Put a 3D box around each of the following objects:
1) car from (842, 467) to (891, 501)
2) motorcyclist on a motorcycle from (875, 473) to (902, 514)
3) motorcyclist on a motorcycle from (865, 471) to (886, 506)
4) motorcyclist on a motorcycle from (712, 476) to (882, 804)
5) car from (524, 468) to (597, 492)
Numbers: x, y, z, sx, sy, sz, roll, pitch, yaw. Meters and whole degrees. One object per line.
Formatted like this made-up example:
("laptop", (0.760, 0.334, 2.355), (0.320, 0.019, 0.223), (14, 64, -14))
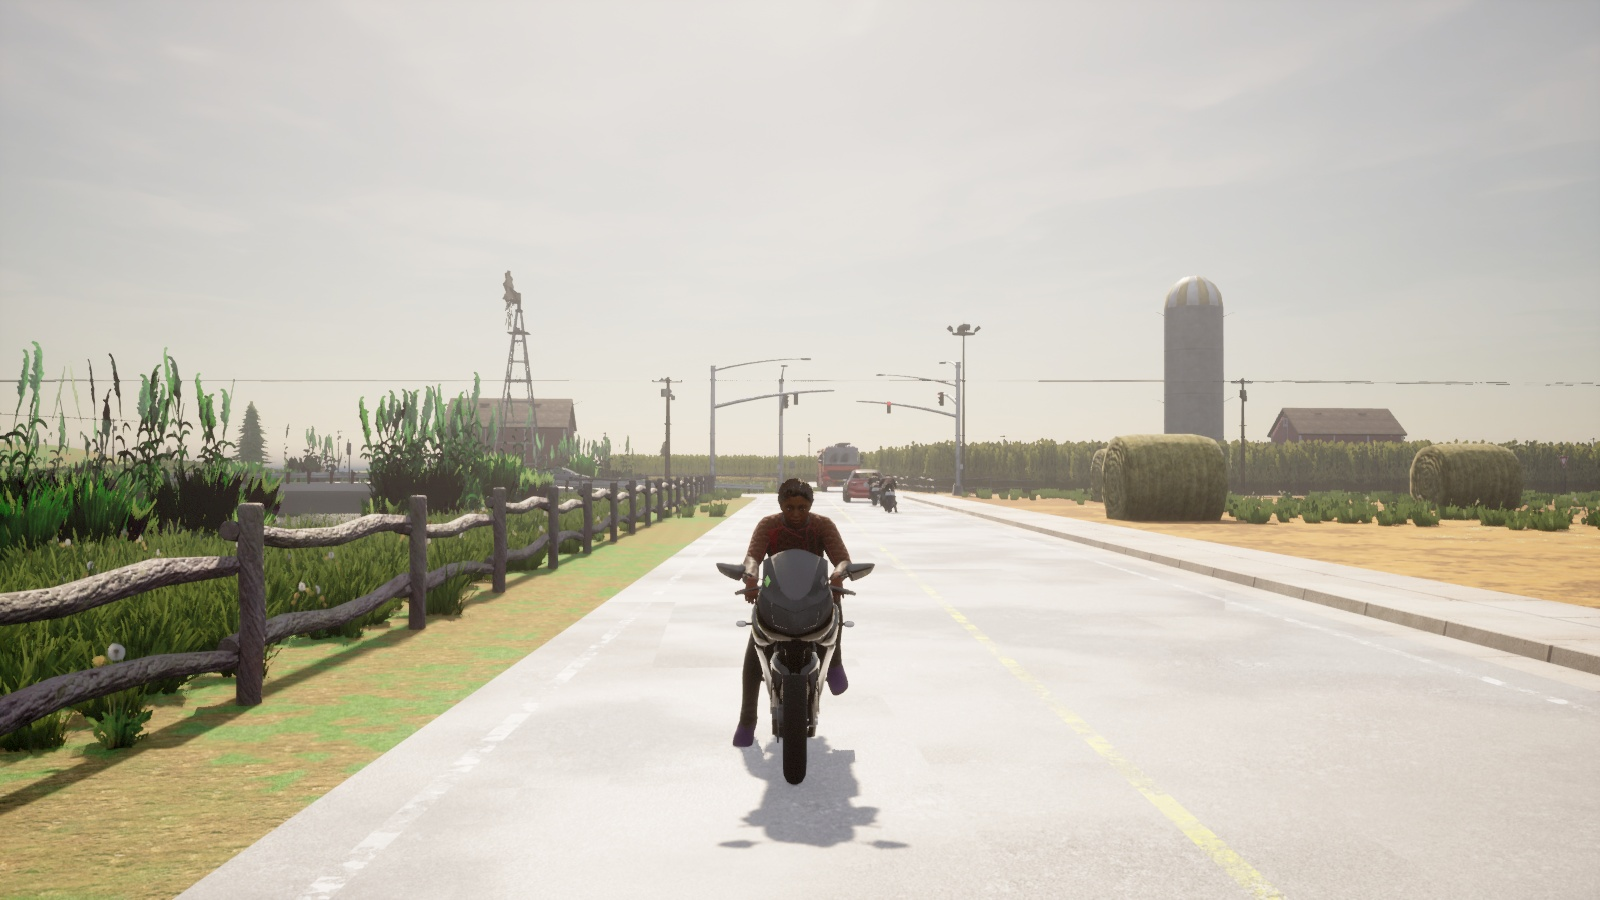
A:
("car", (3.340, 1.719, 64.063), (2.242, 1.667, 4.611), (0, -1, 0))
("motorcyclist on a motorcycle", (3.378, 1.640, 47.979), (0.866, 1.530, 2.191), (0, -1, 0))
("motorcyclist on a motorcycle", (3.357, 1.726, 56.252), (0.797, 1.523, 2.044), (0, -1, 0))
("motorcyclist on a motorcycle", (-0.018, 0.913, 6.928), (0.797, 1.523, 2.044), (0, -1, 0))
("car", (-15.365, 1.918, 80.726), (4.181, 1.385, 1.994), (2, -1, 3))
